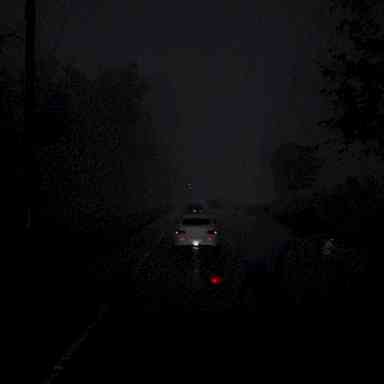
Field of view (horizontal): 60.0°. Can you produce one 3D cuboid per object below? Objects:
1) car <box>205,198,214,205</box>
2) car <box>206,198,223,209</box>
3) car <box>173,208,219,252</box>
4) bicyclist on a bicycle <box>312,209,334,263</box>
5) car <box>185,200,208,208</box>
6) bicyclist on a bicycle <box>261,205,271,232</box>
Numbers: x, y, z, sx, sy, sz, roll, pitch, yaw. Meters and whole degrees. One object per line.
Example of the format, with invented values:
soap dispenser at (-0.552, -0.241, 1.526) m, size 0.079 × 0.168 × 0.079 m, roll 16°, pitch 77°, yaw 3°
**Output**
car at (3.840, 2.131, 73.620) m, size 1.837 × 1.490 × 4.892 m, roll 0°, pitch 0°, yaw 0°
car at (3.844, 1.809, 53.348) m, size 2.097 × 1.767 × 4.553 m, roll 0°, pitch -1°, yaw 0°
car at (0.161, 1.649, 14.419) m, size 1.812 × 1.442 × 4.674 m, roll 0°, pitch 0°, yaw 0°
bicyclist on a bicycle at (4.516, 1.474, 11.575) m, size 0.659 × 1.776 × 1.843 m, roll 0°, pitch 0°, yaw 0°
car at (0.249, 1.826, 32.882) m, size 2.033 × 1.411 × 5.357 m, roll 0°, pitch 0°, yaw 0°
bicyclist on a bicycle at (4.557, 1.630, 20.391) m, size 0.582 × 1.620 × 1.656 m, roll 0°, pitch -1°, yaw 0°
